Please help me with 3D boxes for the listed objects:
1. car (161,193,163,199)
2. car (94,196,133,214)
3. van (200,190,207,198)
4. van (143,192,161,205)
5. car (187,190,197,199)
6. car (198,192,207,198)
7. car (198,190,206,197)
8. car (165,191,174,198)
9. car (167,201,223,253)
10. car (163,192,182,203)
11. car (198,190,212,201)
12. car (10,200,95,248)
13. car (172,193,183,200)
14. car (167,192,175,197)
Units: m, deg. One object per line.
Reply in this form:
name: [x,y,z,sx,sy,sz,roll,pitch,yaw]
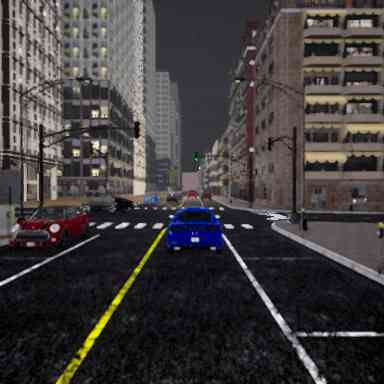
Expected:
car: [-5.682,0.839,68.237,1.752,1.417,4.829,0,1,0]
car: [-7.521,1.085,29.299,4.892,1.490,1.837,1,-1,25]
van: [2.700,0.546,79.506,1.690,1.788,3.998,0,1,0]
van: [-5.685,0.870,46.202,1.690,1.788,3.998,0,1,0]
car: [0.014,0.463,75.308,2.150,2.045,5.566,0,1,0]
car: [2.701,0.703,85.058,2.008,1.369,4.403,0,1,0]
car: [2.701,0.415,90.607,2.192,1.841,5.009,0,1,0]
car: [-5.680,0.593,85.057,1.967,1.590,4.097,0,1,0]
car: [0.102,1.341,13.040,1.882,1.535,5.008,0,1,0]
car: [-3.063,1.067,52.556,1.895,1.301,4.718,0,1,0]
car: [2.697,0.681,62.854,2.192,1.841,5.009,0,1,0]
car: [-5.690,1.297,13.730,1.967,1.590,4.097,0,1,0]
car: [-2.993,0.870,68.277,1.994,1.385,4.181,0,1,0]
car: [-5.679,0.627,90.439,1.752,1.417,4.829,0,1,0]
